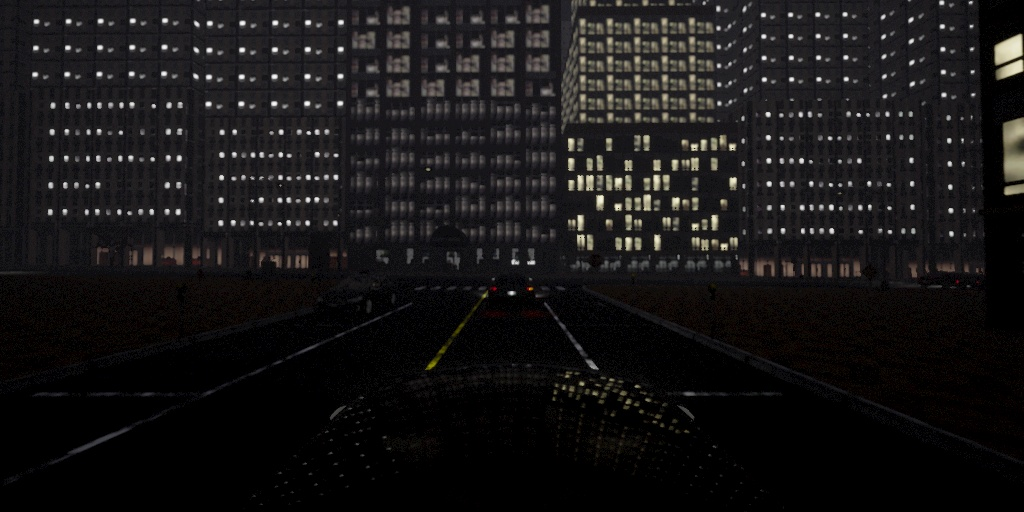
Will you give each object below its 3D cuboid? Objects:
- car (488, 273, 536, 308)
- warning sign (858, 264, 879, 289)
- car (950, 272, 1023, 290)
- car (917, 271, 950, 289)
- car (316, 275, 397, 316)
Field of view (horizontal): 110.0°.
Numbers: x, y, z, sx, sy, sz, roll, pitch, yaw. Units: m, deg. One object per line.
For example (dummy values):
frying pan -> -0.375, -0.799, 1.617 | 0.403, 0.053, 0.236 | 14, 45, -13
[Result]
car -> -0.003, 1.447, 16.077 | 1.994, 1.385, 4.181 | 0, -1, 0
warning sign -> 26.586, 1.473, 26.578 | 1.060, 1.860, 1.300 | 0, 0, 1
car -> 39.518, 2.222, 29.279 | 4.718, 1.301, 1.895 | 1, -1, 1
car -> 39.935, 2.168, 32.523 | 5.008, 1.535, 1.882 | 1, -1, 1
car -> -5.824, 1.413, 13.898 | 2.007, 1.370, 4.403 | 0, 0, 0
